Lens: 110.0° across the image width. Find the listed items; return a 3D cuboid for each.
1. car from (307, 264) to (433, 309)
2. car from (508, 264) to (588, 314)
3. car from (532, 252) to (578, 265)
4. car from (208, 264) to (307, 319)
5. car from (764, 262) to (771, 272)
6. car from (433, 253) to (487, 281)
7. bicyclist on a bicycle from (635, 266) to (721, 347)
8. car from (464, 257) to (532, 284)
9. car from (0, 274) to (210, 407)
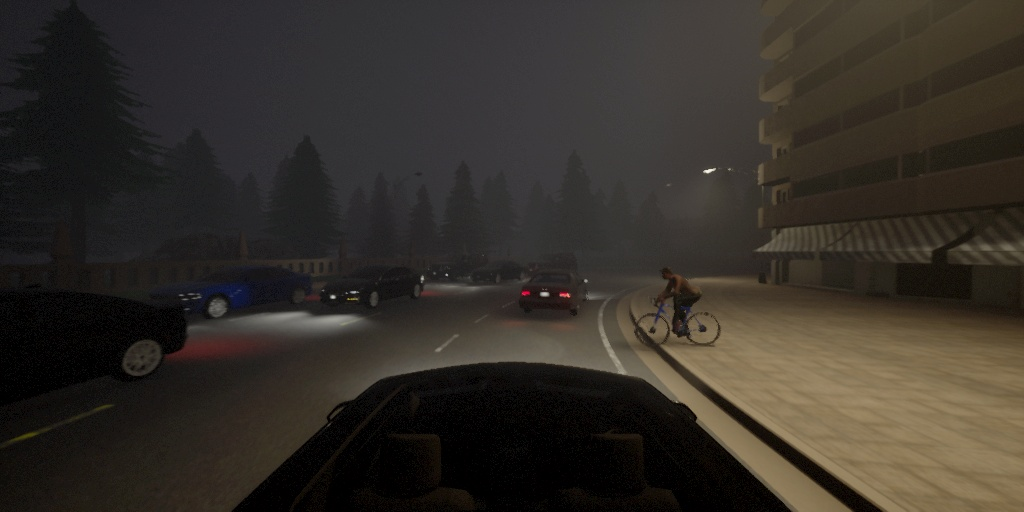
[{"bbox_3d":[-5.286,1.098,14.234,1.837,1.490,4.892,0,1,16],"label":"car"},{"bbox_3d":[1.700,1.189,13.284,2.033,1.411,5.357,0,1,16],"label":"car"},{"bbox_3d":[3.393,0.692,30.259,2.150,2.045,5.566,1,2,43],"label":"car"},{"bbox_3d":[-9.268,1.069,12.344,1.882,1.535,5.008,0,0,11],"label":"car"},{"bbox_3d":[30.606,1.054,39.907,4.674,1.442,1.812,0,1,-5],"label":"car"},{"bbox_3d":[-3.802,0.802,26.685,2.150,2.045,5.566,1,1,32],"label":"car"},{"bbox_3d":[3.319,1.028,7.243,1.656,1.620,0.582,-3,0,7],"label":"bicyclist on a bicycle"},{"bbox_3d":[-0.820,1.030,24.857,1.882,1.535,5.008,1,1,32],"label":"car"},{"bbox_3d":[-6.787,1.165,4.230,1.882,1.535,5.008,0,1,4],"label":"car"}]
